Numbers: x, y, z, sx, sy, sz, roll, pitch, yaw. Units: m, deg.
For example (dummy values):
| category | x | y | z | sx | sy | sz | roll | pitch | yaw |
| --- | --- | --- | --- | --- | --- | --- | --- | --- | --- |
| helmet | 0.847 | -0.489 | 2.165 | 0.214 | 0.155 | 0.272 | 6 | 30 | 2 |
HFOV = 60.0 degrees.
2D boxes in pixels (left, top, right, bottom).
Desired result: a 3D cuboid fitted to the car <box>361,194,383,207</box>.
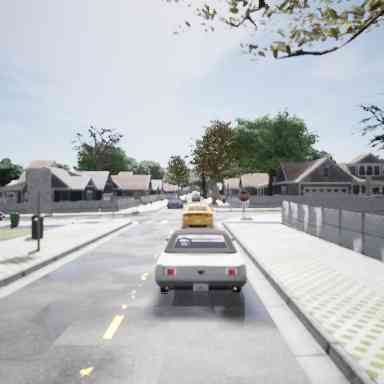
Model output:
| category | x | y | z | sx | sy | sz | roll | pitch | yaw |
| --- | --- | --- | --- | --- | --- | --- | --- | --- | --- |
| car | 17.688 | 0.997 | 32.748 | 4.902 | 1.511 | 2.128 | -2 | 0 | 0 |

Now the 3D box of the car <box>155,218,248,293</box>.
| category | x | y | z | sx | sy | sz | roll | pitch | yaw |
| --- | --- | --- | --- | --- | --- | --- | --- | --- | --- |
| car | 0.211 | 1.622 | 8.875 | 1.895 | 1.301 | 4.718 | 0 | 0 | 1 |

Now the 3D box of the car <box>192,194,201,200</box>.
| category | x | y | z | sx | sy | sz | roll | pitch | yaw |
| --- | --- | --- | --- | --- | --- | --- | --- | --- | --- |
| car | 0.968 | 1.542 | 74.786 | 2.128 | 1.511 | 4.902 | 0 | 0 | 1 |

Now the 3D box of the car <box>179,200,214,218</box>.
| category | x | y | z | sx | sy | sz | roll | pitch | yaw |
| --- | --- | --- | --- | --- | --- | --- | --- | --- | --- |
| car | 0.366 | 1.509 | 21.323 | 1.882 | 1.535 | 5.008 | 0 | 0 | 1 |

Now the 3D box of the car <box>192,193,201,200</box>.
| category | x | y | z | sx | sy | sz | roll | pitch | yaw |
| --- | --- | --- | --- | --- | --- | --- | --- | --- | --- |
| car | 1.104 | 1.218 | 85.176 | 2.097 | 1.767 | 4.553 | 0 | 0 | 1 |

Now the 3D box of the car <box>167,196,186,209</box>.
| category | x | y | z | sx | sy | sz | roll | pitch | yaw |
| --- | --- | --- | --- | --- | --- | --- | --- | --- | --- |
| car | -2.264 | 1.378 | 45.332 | 2.097 | 1.767 | 4.553 | 0 | 0 | 1 |

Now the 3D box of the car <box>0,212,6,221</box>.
| category | x | y | z | sx | sy | sz | roll | pitch | yaw |
| --- | --- | --- | --- | --- | --- | --- | --- | --- | --- |
| car | -19.340 | 2.049 | 29.992 | 4.674 | 1.442 | 1.812 | -2 | 0 | 0 |
